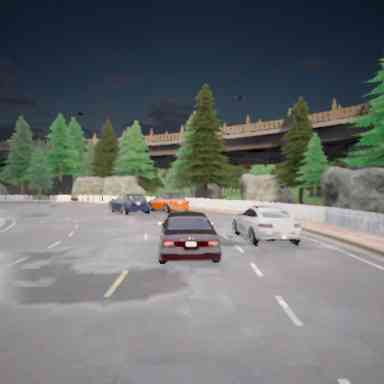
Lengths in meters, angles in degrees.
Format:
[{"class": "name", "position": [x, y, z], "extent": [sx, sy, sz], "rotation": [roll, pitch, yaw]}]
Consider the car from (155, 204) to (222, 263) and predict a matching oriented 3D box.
[{"class": "car", "position": [-0.178, 1.375, 11.233], "extent": [2.033, 1.411, 5.357], "rotation": [0, 1, -4]}]

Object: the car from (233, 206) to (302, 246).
[{"class": "car", "position": [3.046, 1.310, 14.063], "extent": [1.812, 1.442, 4.674], "rotation": [0, 1, -6]}]

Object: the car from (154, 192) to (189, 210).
[{"class": "car", "position": [-2.172, 0.904, 29.403], "extent": [2.097, 1.767, 4.553], "rotation": [-1, 1, -33]}]

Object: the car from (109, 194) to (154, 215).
[{"class": "car", "position": [-5.362, 0.926, 27.930], "extent": [2.097, 1.767, 4.553], "rotation": [-1, 1, -33]}]
